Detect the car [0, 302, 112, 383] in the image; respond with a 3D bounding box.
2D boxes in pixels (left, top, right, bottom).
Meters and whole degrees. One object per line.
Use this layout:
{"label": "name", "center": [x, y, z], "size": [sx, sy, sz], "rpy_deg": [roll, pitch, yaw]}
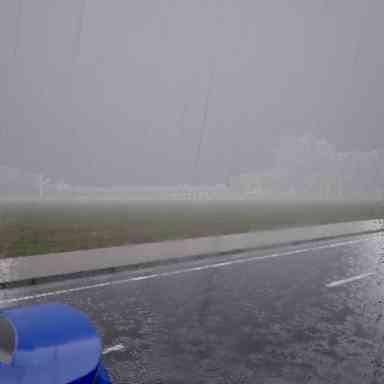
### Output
{"label": "car", "center": [-2.918, 1.484, 1.602], "size": [5.008, 1.535, 1.882], "rpy_deg": [0, 0, -36]}
